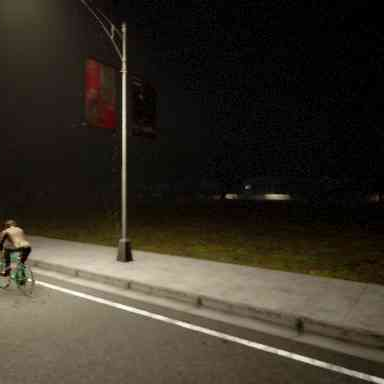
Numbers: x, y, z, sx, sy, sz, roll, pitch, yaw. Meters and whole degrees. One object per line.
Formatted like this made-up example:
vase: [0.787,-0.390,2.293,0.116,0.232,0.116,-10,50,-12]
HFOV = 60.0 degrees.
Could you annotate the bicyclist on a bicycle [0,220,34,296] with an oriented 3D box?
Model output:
bicyclist on a bicycle: [-4.035,1.466,7.543,1.656,1.620,0.582,0,0,36]
